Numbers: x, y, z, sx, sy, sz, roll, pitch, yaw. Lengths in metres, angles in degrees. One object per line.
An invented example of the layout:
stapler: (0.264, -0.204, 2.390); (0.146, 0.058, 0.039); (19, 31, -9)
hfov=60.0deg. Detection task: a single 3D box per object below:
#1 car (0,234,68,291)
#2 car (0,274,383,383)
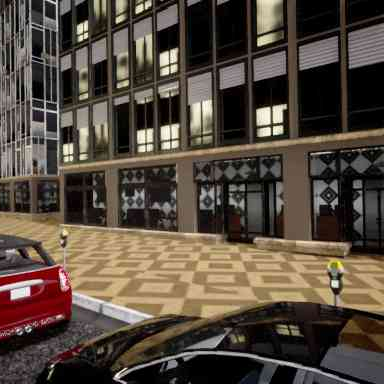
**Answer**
car: (-3.948, 1.441, 5.844); (4.097, 1.590, 1.967); (0, -1, 37)
car: (0.627, 1.566, 2.465); (4.313, 1.339, 1.947); (0, -1, 36)
